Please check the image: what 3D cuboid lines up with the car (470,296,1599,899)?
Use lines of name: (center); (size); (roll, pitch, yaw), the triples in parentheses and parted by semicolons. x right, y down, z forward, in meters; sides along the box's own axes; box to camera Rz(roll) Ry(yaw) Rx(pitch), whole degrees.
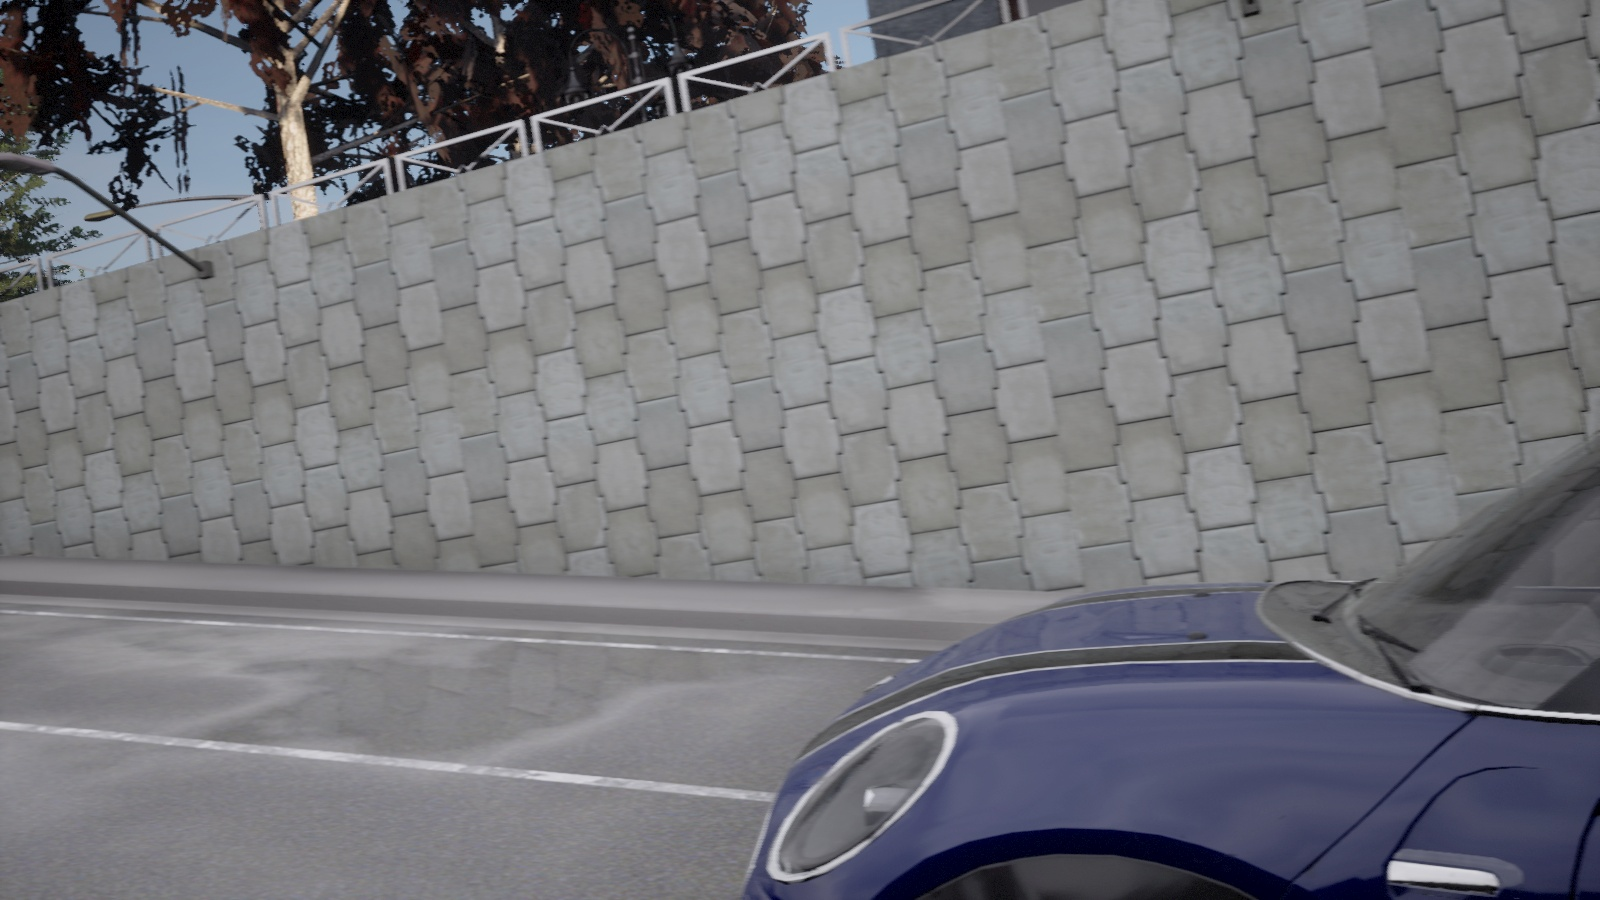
car: (1.893, 0.663, 2.554); (4.553, 1.767, 2.097); (0, 1, 19)
